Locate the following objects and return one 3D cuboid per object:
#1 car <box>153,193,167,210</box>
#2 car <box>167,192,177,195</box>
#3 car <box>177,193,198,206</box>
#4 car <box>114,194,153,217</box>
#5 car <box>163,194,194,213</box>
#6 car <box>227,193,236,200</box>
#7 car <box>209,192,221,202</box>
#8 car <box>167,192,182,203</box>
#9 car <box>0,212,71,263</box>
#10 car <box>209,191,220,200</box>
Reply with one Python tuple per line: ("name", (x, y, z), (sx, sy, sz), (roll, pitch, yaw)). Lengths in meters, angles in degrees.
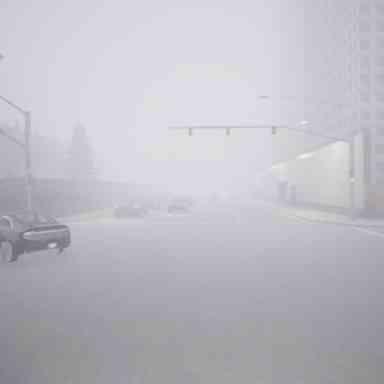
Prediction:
("car", (-4.477, 1.065, 37.570), (2.097, 1.767, 4.553), (0, 0, 4))
("car", (-3.758, 0.977, 47.664), (2.097, 1.767, 4.553), (0, 0, 4))
("car", (-0.614, 1.146, 42.717), (1.837, 1.490, 4.892), (0, 0, 4))
("car", (-5.117, 1.142, 28.770), (2.097, 1.767, 4.553), (0, 0, 5))
("car", (-1.262, 1.272, 33.145), (2.033, 1.411, 5.357), (0, 0, 4))
("car", (8.234, 0.880, 69.537), (2.128, 1.511, 4.902), (0, 0, 4))
("car", (4.082, 0.958, 59.740), (2.128, 1.511, 4.902), (0, 0, 4))
("car", (-3.056, 0.887, 57.888), (2.097, 1.767, 4.553), (0, 0, 4))
("car", (-6.325, 1.454, 11.829), (4.902, 1.511, 2.128), (0, 0, 36))
("car", (4.748, 0.733, 69.889), (2.097, 1.767, 4.553), (0, 0, 4))
